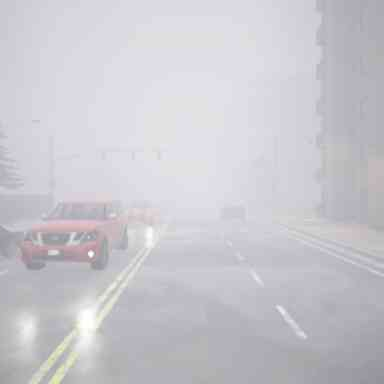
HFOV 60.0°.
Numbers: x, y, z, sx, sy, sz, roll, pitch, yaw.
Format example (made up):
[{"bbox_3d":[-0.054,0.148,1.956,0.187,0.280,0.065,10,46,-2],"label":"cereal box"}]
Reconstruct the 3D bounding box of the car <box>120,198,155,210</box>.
[{"bbox_3d":[-7.548,1.626,45.703,5.008,1.535,1.882,0,0,38],"label":"car"}]

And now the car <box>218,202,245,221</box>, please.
[{"bbox_3d":[3.351,1.571,28.716,1.882,1.535,5.008,0,0,0],"label":"car"}]

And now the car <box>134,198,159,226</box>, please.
[{"bbox_3d":[-3.657,1.430,24.089,2.097,1.767,4.553,0,0,0],"label":"car"}]

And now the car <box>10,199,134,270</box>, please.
[{"bbox_3d":[-3.645,1.263,11.497,2.150,2.045,5.566,0,-1,0],"label":"car"}]

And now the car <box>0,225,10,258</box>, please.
[{"bbox_3d":[-7.140,1.634,10.211,1.895,1.301,4.718,0,0,0],"label":"car"}]
